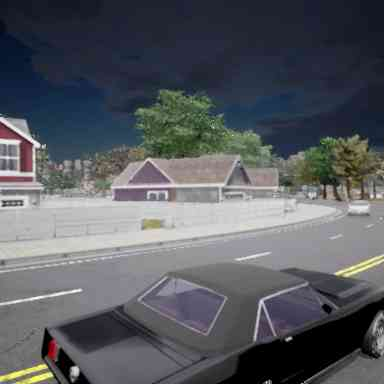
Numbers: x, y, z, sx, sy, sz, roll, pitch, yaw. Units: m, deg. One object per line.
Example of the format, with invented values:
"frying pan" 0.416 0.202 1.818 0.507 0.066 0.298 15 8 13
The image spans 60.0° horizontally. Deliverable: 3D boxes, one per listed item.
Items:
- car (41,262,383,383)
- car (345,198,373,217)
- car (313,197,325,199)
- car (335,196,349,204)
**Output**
"car" 0.798 1.612 4.262 4.718 1.301 1.895 0 0 -38
"car" 16.225 1.574 32.125 1.812 1.442 4.674 0 0 30
"car" 27.410 1.399 72.248 2.128 1.511 4.902 -1 0 4
"car" 30.239 1.490 66.478 2.128 1.511 4.902 -1 0 5
